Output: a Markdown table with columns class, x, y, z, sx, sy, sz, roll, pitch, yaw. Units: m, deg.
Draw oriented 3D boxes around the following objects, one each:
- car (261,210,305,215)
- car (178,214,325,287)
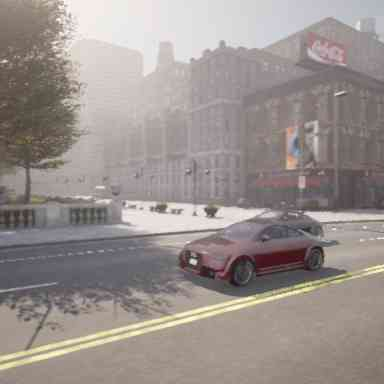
| class | x | y | z | sx | sy | sz | roll | pitch | yaw |
| --- | --- | --- | --- | --- | --- | --- | --- | --- | --- |
| car | 3.770 | 1.487 | 14.573 | 4.181 | 1.385 | 1.994 | 0 | 0 | -31 |
| car | 1.716 | 1.513 | 9.188 | 4.181 | 1.385 | 1.994 | 0 | 0 | -33 |
